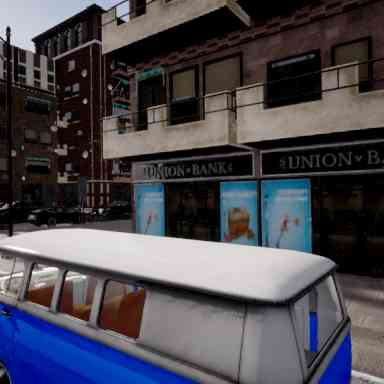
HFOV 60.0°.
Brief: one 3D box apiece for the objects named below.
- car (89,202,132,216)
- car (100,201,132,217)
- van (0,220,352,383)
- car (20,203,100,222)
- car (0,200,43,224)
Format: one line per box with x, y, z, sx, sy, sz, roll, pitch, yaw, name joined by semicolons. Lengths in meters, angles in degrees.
-8.868;1.797;36.457;1.947;1.339;4.313;-2;-1;36;car
-7.388;1.670;34.087;2.128;1.511;4.902;-1;-1;36;car
-0.578;1.342;3.263;3.998;1.788;1.690;0;-1;35;van
-8.744;1.583;22.405;1.947;1.339;4.313;-2;-1;36;car
-13.467;1.473;25.759;2.097;1.767;4.553;-1;-1;36;car
